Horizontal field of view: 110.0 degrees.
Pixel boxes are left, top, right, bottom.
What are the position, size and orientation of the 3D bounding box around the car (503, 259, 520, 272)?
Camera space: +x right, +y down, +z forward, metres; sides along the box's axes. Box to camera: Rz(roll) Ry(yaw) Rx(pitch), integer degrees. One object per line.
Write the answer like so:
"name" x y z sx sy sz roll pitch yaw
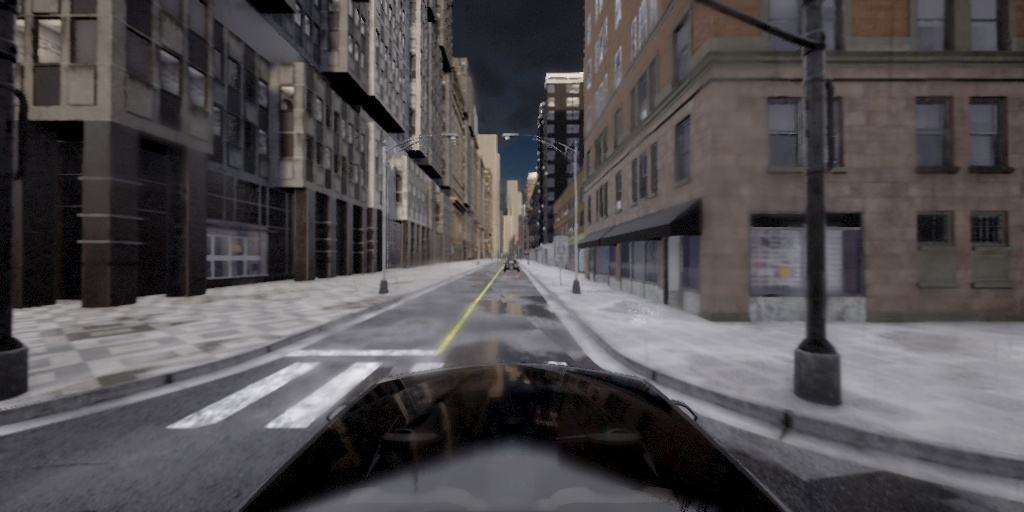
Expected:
"car" -0.054 1.153 42.982 1.812 1.442 4.674 0 0 0
